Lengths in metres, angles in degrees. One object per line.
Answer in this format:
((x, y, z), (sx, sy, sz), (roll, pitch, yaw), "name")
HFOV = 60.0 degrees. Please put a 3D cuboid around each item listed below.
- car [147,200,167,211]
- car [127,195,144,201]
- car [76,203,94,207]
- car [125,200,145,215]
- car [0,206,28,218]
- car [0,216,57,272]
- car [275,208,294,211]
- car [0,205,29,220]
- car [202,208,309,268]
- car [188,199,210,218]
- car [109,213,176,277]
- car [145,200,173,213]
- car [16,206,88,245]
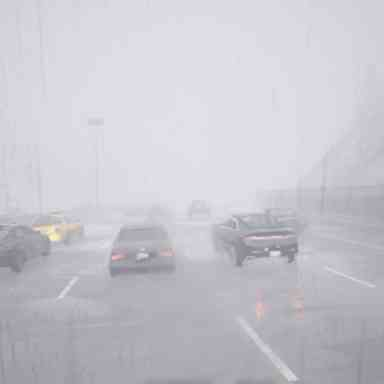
((-5.184, 2.003, 50.015), (1.837, 1.490, 4.892), (-2, 0, 9), "car")
((-13.019, 1.798, 77.715), (2.150, 2.045, 5.566), (-2, 0, 18), "car")
((-15.881, 2.395, 48.229), (1.837, 1.490, 4.892), (-2, -1, 7), "car")
((-6.259, 2.030, 38.154), (1.994, 1.385, 4.181), (-2, 0, 4), "car")
((-20.329, 2.465, 37.153), (1.882, 1.535, 5.008), (-2, -1, 3), "car")
((-6.428, 1.838, 11.616), (1.812, 1.442, 4.674), (-2, 0, -7), "car")
((4.616, 1.540, 18.484), (1.895, 1.301, 4.718), (-2, 0, -5), "car")
((-23.457, 2.617, 42.893), (1.882, 1.535, 5.008), (-2, 0, 5), "car")
((1.918, 1.489, 11.434), (2.128, 1.511, 4.902), (-2, 0, -8), "car")
((0.702, 1.526, 33.063), (2.097, 1.767, 4.553), (-2, 0, 1), "car")
((-1.574, 1.672, 10.799), (2.033, 1.411, 5.357), (-2, 0, -8), "car")
((-2.835, 1.796, 30.429), (1.837, 1.490, 4.892), (-2, 0, 0), "car")
((-7.070, 1.827, 17.601), (1.801, 1.575, 5.366), (-2, 0, -5), "car")
